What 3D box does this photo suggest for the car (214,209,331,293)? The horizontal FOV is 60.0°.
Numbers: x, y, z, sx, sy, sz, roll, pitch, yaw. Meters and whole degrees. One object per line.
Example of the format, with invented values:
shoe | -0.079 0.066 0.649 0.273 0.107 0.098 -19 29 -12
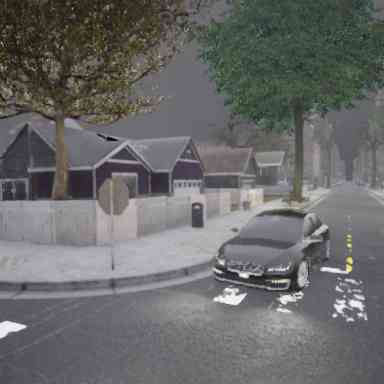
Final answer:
car | 2.281 1.261 8.471 1.837 1.490 4.892 2 3 32
